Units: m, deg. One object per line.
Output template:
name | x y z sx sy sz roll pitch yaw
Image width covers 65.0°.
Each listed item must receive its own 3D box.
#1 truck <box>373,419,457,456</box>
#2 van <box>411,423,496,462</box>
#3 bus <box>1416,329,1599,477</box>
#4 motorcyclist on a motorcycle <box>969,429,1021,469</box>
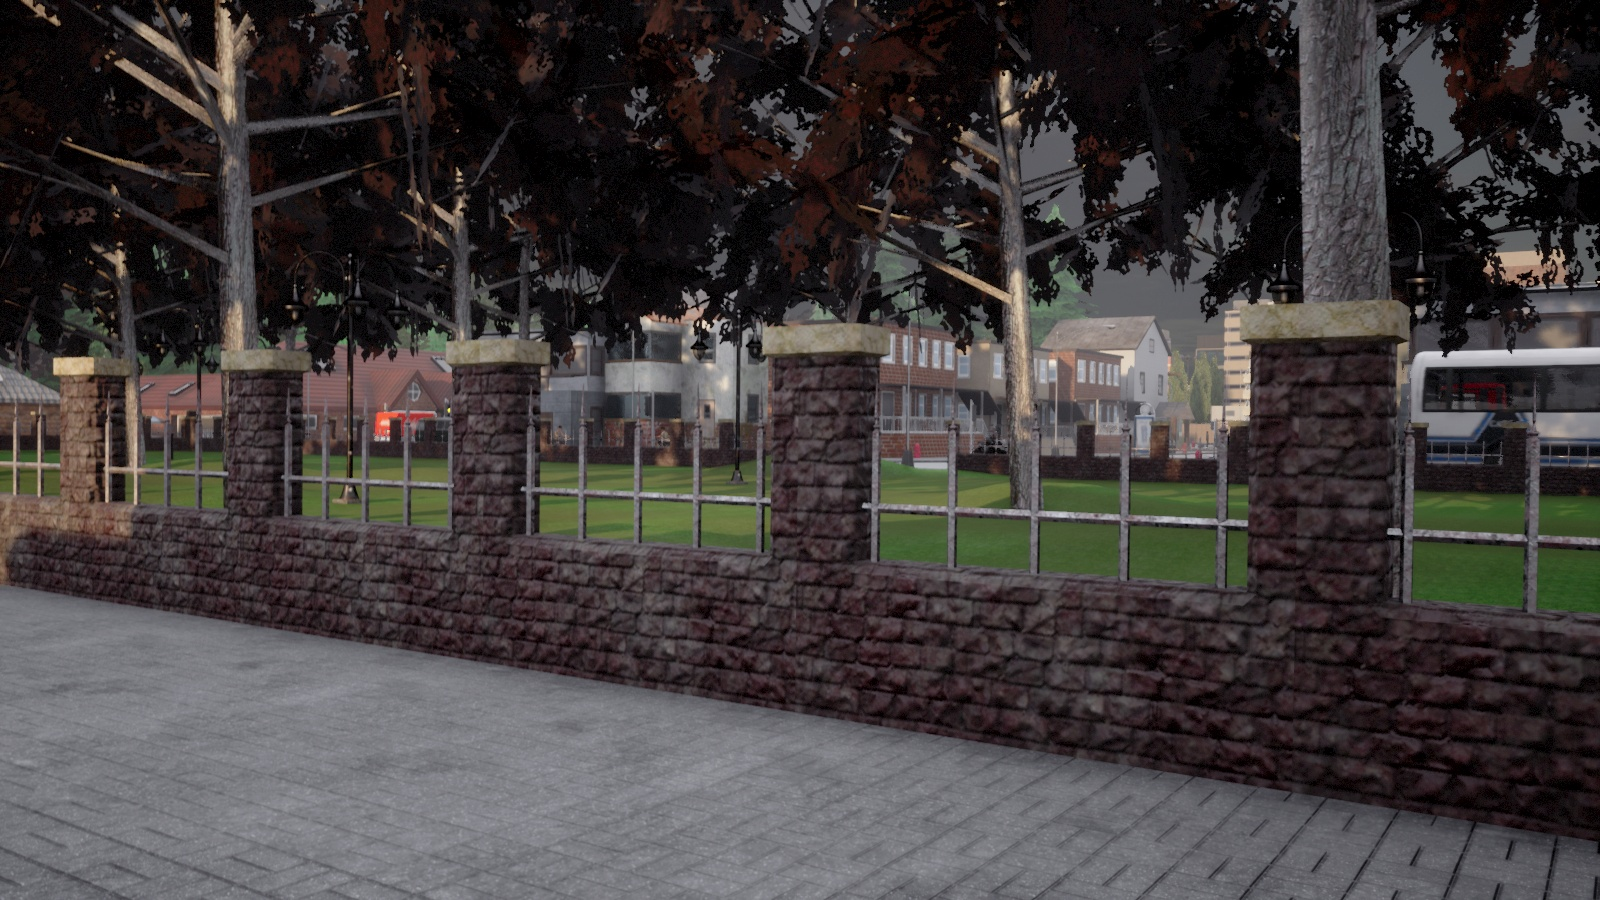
truck | -27.059 -0.896 88.442 2.627 2.467 5.204 0 1 29
van | -18.203 -0.379 65.904 4.442 1.987 1.775 0 1 32
bus | 24.381 -1.379 37.520 10.273 4.253 3.944 0 1 34
motorcyclist on a motorcycle | 7.697 -0.034 49.696 0.866 1.530 2.191 1 0 -27
